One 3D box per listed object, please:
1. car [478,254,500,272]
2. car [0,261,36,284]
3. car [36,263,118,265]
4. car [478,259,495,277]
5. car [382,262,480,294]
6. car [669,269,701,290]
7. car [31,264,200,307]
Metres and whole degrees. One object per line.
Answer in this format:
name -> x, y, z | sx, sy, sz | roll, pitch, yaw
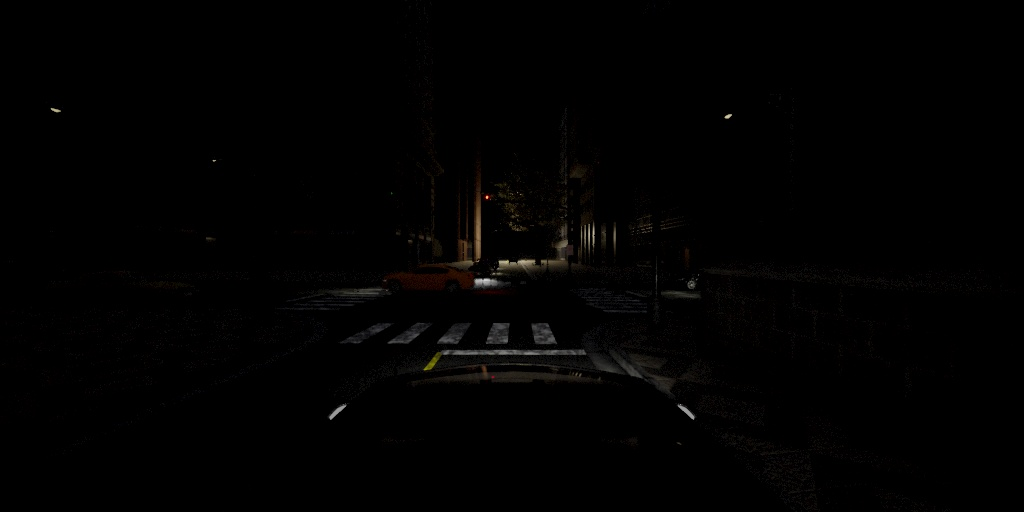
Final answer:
car -> -2.946, 0.830, 44.215 | 2.150, 2.045, 5.566 | 0, 0, -1
car -> -31.852, 0.974, 22.524 | 4.507, 1.381, 1.888 | 0, 0, 1
car -> -26.235, 1.065, 22.471 | 4.313, 1.339, 1.948 | 0, 0, 1
car -> -2.981, 1.274, 34.402 | 1.895, 1.301, 4.718 | 0, 0, 0
car -> -4.517, 1.206, 19.598 | 5.008, 1.535, 1.882 | 0, 0, 1
car -> 11.998, 1.381, 22.105 | 4.403, 1.370, 2.007 | 0, 0, 1
car -> -14.896, 1.146, 13.836 | 4.829, 1.417, 1.751 | 0, 0, 1
